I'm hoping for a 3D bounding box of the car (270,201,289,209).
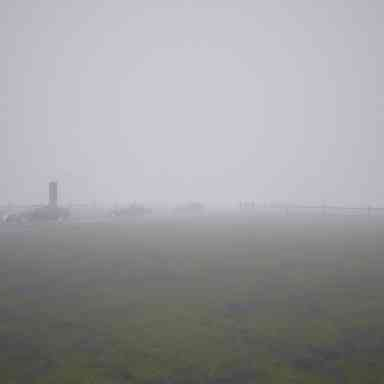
[{"bbox_3d":[15.703,2.252,59.443,2.033,1.411,5.357,-1,-1,36],"label":"car"}]

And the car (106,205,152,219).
[{"bbox_3d":[-6.268,1.938,33.448,1.895,1.301,4.718,-1,-1,35],"label":"car"}]

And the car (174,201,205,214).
[{"bbox_3d":[-0.314,1.942,41.861,1.882,1.535,5.008,-1,-1,35],"label":"car"}]

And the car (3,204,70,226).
[{"bbox_3d":[-11.820,1.709,25.591,2.128,1.511,4.902,-1,-1,35],"label":"car"}]
